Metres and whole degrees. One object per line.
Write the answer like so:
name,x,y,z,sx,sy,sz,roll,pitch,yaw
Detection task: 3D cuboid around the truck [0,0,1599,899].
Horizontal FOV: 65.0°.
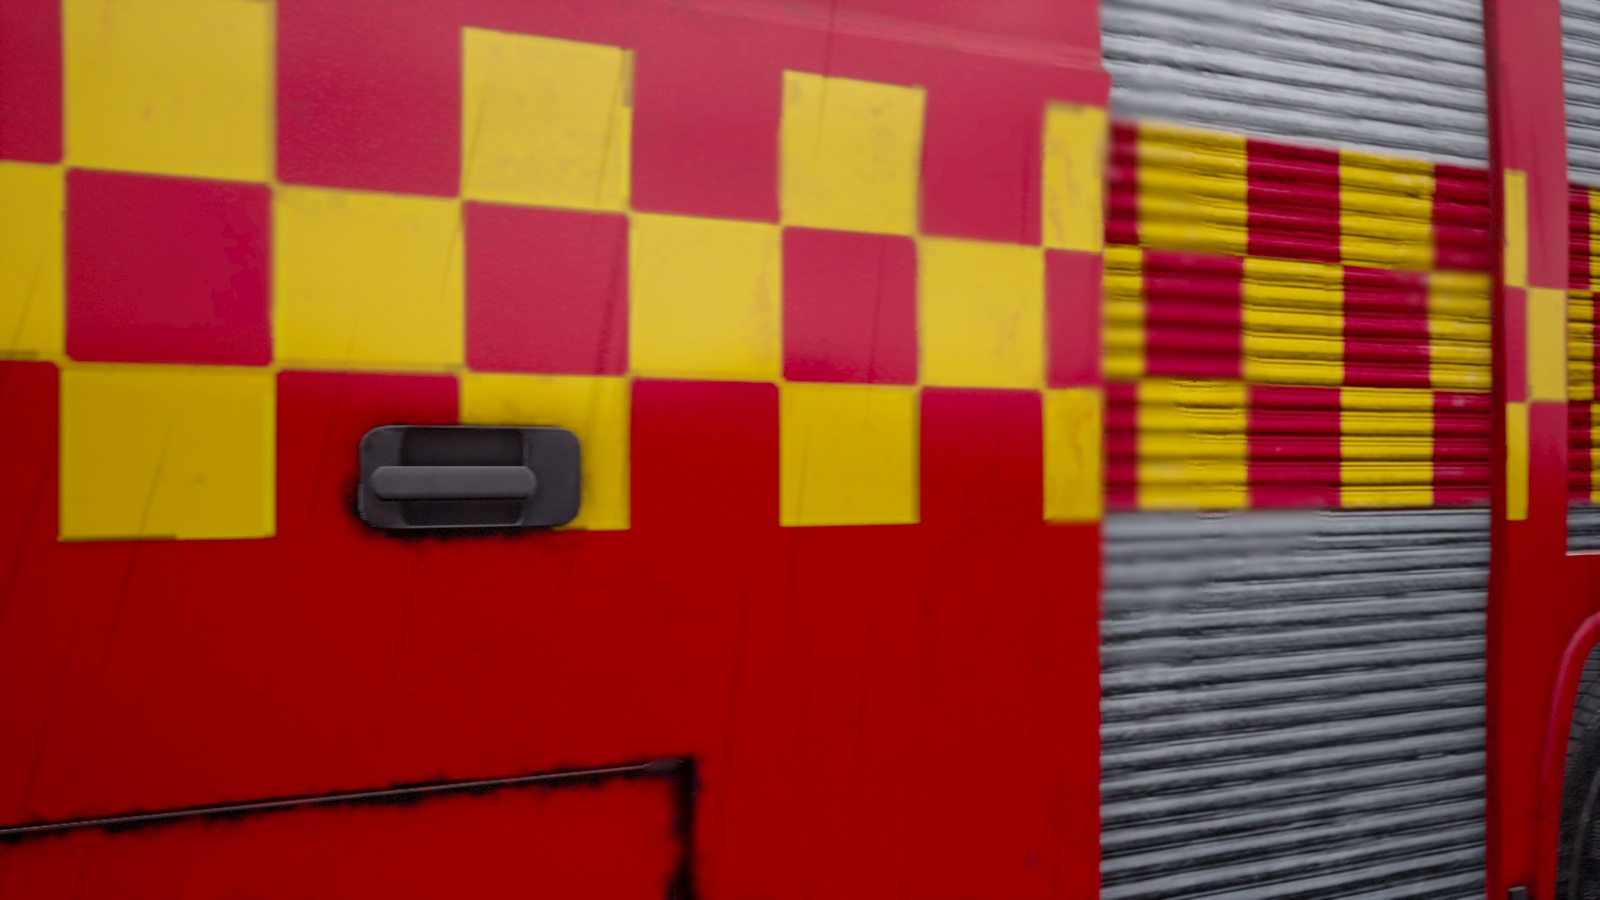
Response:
truck,-0.921,-0.402,2.933,8.468,3.827,2.891,0,0,-24
